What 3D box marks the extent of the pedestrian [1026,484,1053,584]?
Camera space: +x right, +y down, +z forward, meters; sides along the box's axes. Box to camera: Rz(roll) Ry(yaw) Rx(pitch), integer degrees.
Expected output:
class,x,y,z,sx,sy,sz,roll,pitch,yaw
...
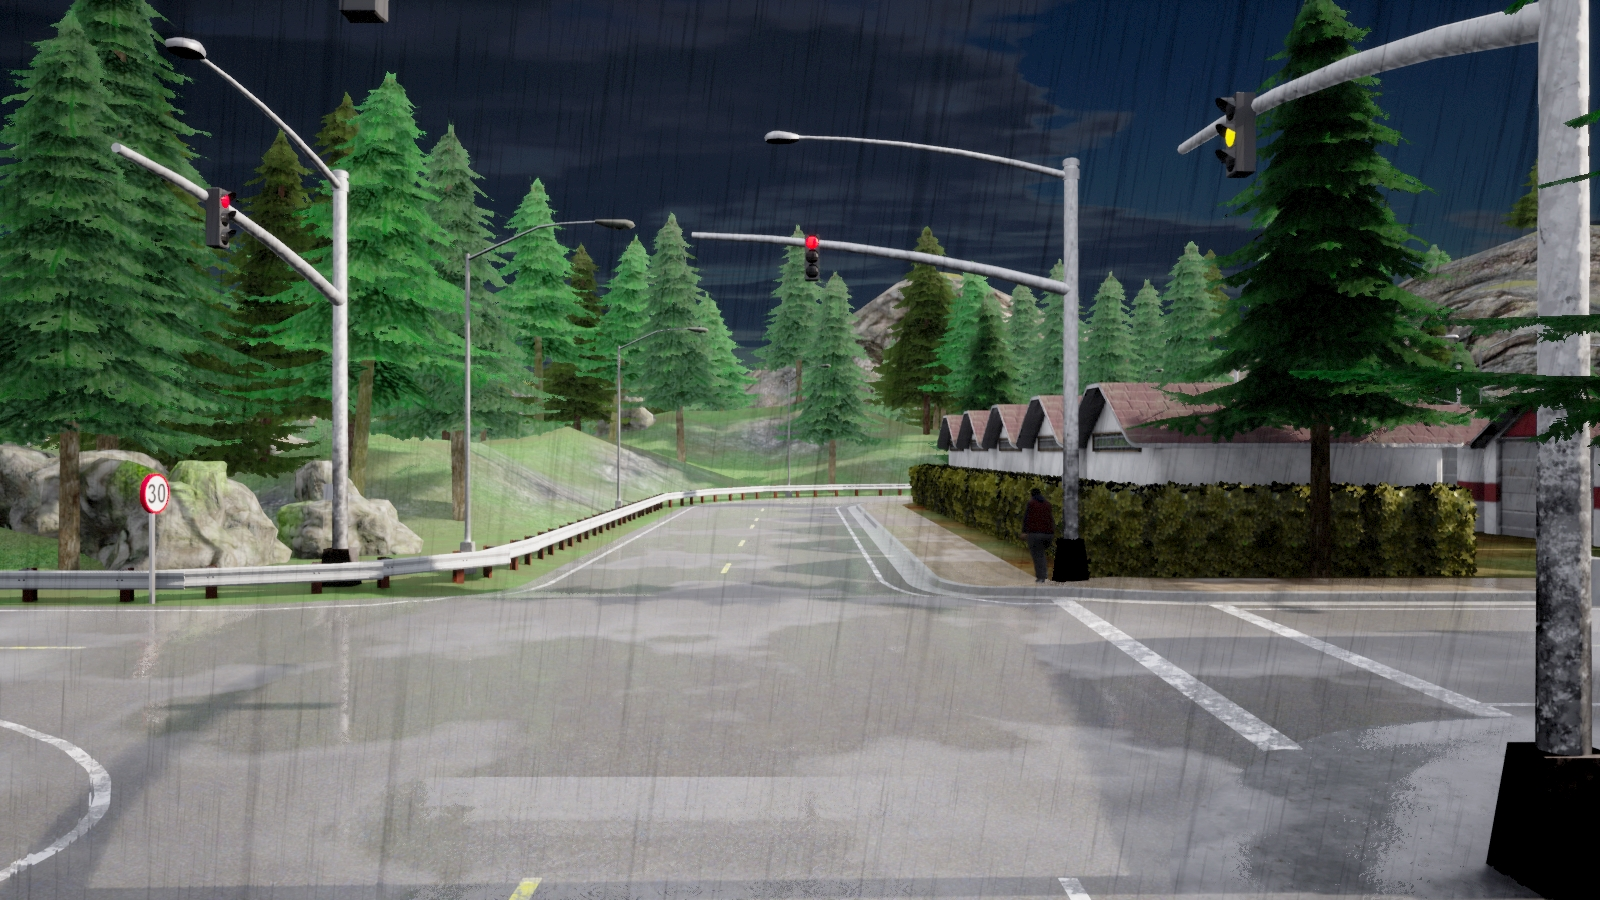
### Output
class,x,y,z,sx,sy,sz,roll,pitch,yaw
pedestrian,4.521,1.580,21.596,0.375,1.860,0.375,0,0,-16
